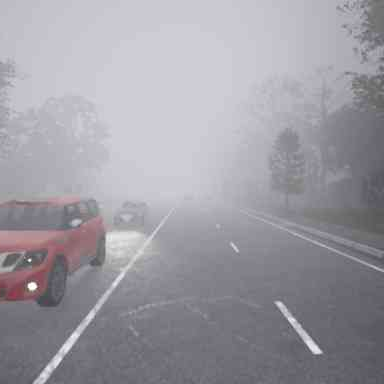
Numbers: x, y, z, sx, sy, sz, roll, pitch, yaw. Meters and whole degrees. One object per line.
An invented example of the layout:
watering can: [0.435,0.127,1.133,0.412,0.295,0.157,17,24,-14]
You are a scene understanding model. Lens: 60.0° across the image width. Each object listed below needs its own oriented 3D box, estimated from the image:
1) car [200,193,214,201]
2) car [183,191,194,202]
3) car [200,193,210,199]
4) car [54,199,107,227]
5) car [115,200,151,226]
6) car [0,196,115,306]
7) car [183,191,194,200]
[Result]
car: [2.857,0.931,60.978,1.812,1.442,4.674,0,1,-1]
car: [-0.639,0.905,60.528,1.882,1.535,5.008,0,1,-1]
car: [2.749,0.851,71.015,1.895,1.301,4.718,0,1,-1]
car: [-7.309,1.301,22.436,1.882,1.535,5.008,0,1,0]
car: [-3.807,1.300,21.736,2.128,1.511,4.902,0,1,-1]
car: [-3.678,1.161,8.201,2.150,2.045,5.566,0,1,-1]
car: [-0.752,0.640,70.920,2.097,1.767,4.553,0,1,-1]
